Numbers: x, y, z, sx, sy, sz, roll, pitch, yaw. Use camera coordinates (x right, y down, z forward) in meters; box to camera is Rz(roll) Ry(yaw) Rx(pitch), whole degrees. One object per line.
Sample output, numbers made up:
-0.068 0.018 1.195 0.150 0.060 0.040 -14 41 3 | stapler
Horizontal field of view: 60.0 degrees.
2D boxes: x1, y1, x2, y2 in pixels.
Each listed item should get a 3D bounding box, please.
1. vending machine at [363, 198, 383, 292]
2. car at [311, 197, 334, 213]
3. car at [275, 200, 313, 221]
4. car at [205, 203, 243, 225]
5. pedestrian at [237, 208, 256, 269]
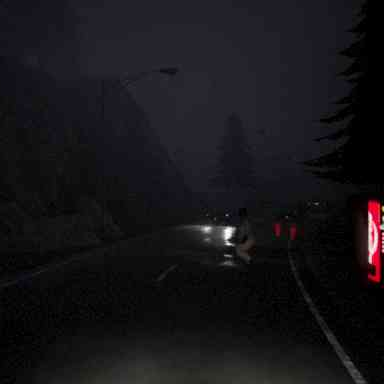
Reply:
4.747 1.194 7.797 1.100 2.100 0.880 0 0 11 | vending machine
14.629 1.345 37.722 2.097 1.767 4.553 0 0 32 | car
8.242 1.595 27.004 1.895 1.301 4.718 0 0 29 | car
2.584 1.520 24.120 1.812 1.442 4.674 0 0 27 | car
1.549 1.292 9.496 0.375 1.860 0.375 0 0 12 | pedestrian
